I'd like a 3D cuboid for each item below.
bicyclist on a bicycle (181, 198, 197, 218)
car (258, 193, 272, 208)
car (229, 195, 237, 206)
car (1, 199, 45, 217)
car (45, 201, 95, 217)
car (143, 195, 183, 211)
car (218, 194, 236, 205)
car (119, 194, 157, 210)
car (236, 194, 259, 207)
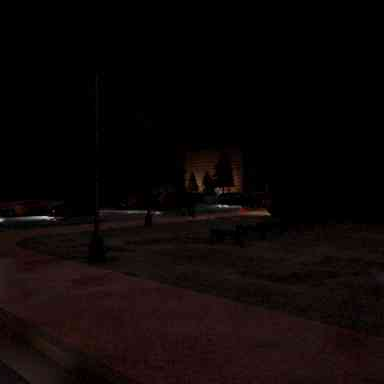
[{"bbox_3d":[-0.264,1.301,26.744,1.656,1.620,0.582,0,0,40],"label":"bicyclist on a bicycle"},{"bbox_3d":[12.014,1.352,48.004,2.097,1.767,4.553,0,0,41],"label":"car"},{"bbox_3d":[8.626,1.601,54.941,1.895,1.301,4.718,0,0,41],"label":"car"},{"bbox_3d":[-15.872,1.478,31.496,1.882,1.535,5.008,0,0,40],"label":"car"},{"bbox_3d":[-11.220,1.564,31.569,1.994,1.385,4.181,0,0,40],"label":"car"},{"bbox_3d":[-3.227,1.478,41.028,1.882,1.535,5.008,0,0,40],"label":"car"},{"bbox_3d":[6.761,1.547,58.141,2.033,1.411,5.357,0,0,40],"label":"car"},{"bbox_3d":[-6.582,1.223,42.483,2.150,2.045,5.566,0,0,40],"label":"car"},{"bbox_3d":[9.121,1.505,50.010,1.837,1.490,4.892,0,0,41],"label":"car"}]
